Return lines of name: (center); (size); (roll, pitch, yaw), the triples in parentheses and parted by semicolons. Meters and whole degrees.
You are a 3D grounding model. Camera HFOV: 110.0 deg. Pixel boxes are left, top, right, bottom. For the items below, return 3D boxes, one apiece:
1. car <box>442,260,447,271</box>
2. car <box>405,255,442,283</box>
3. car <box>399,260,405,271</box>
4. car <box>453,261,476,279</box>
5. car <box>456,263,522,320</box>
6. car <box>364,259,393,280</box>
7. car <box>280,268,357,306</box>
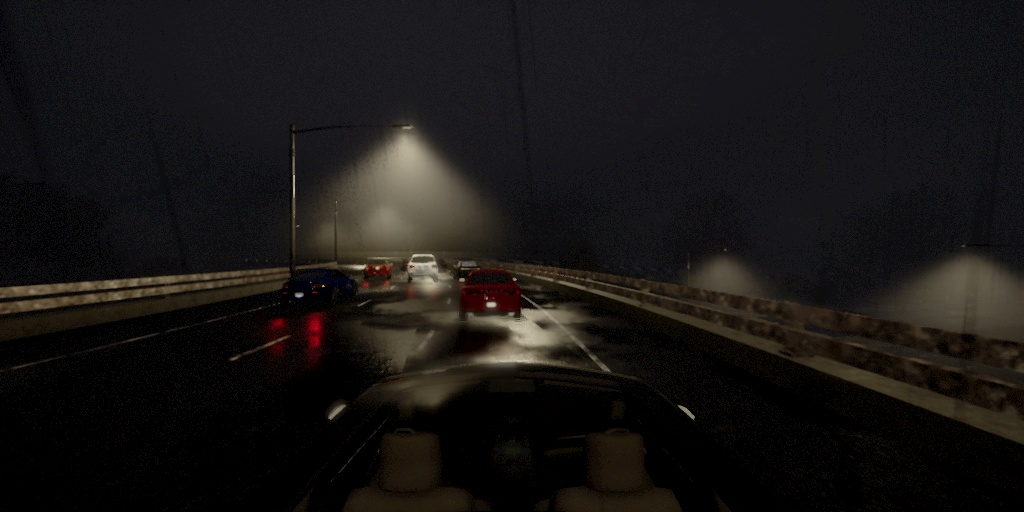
car: (-9.878, 1.129, 46.920); (1.882, 1.535, 5.008); (0, 0, -23)
car: (-6.916, 0.917, 27.835); (2.150, 2.045, 5.566); (0, 0, -15)
car: (-13.370, 1.164, 46.133); (1.837, 1.490, 4.892); (0, 0, -24)
car: (-3.703, 1.177, 29.188); (2.128, 1.511, 4.902); (0, 0, -14)
car: (-0.814, 1.201, 12.591); (1.882, 1.535, 5.008); (0, 1, -6)
car: (-11.547, 1.046, 31.244); (2.097, 1.767, 4.553); (0, 0, -16)
car: (-8.200, 1.254, 15.556); (1.812, 1.442, 4.674); (0, 0, -8)
